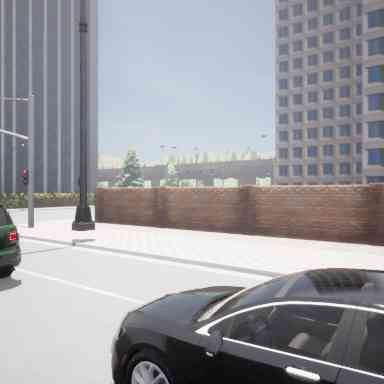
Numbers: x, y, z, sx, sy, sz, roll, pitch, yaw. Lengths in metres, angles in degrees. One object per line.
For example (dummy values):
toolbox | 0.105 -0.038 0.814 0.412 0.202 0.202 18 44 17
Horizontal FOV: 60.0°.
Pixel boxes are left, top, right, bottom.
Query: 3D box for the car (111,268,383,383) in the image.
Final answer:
car | 1.328 1.505 3.046 4.892 1.490 1.837 0 0 36

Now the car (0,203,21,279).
car | -6.748 1.221 8.791 5.566 2.045 2.150 0 0 35
